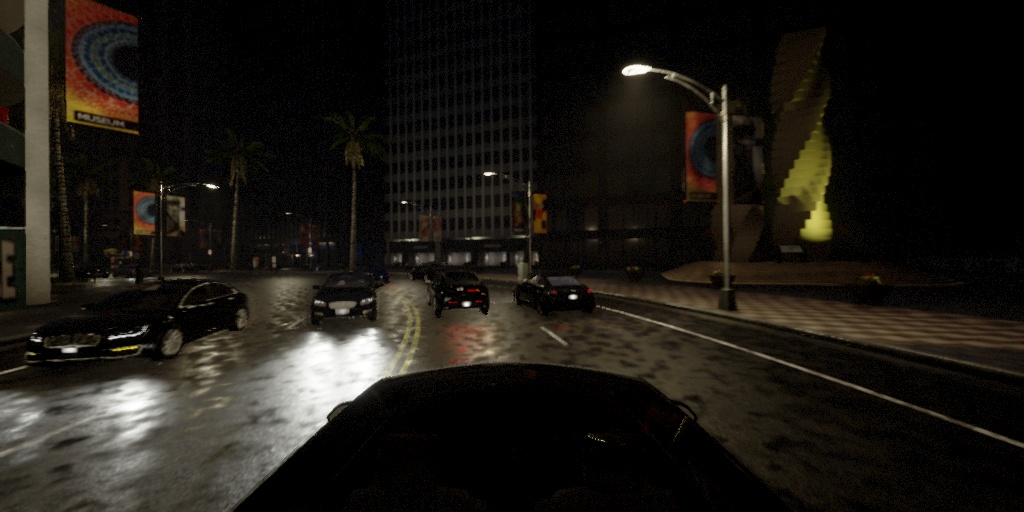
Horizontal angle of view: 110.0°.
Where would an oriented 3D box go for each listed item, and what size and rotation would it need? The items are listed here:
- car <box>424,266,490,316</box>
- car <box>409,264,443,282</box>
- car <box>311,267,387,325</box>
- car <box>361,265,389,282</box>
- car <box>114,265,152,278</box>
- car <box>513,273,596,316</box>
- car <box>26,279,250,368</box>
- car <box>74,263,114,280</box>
[{"bbox_3d":[-2.166,1.297,13.715,1.837,1.490,4.892,0,0,-17],"label":"car"},{"bbox_3d":[-6.748,1.370,29.115,1.837,1.490,4.892,0,-1,-38],"label":"car"},{"bbox_3d":[-5.583,1.316,12.436,2.128,1.511,4.902,0,0,-19],"label":"car"},{"bbox_3d":[-11.697,1.441,29.464,1.812,1.442,4.674,0,0,-43],"label":"car"},{"bbox_3d":[-44.135,1.788,41.631,4.674,1.442,1.812,-1,0,19],"label":"car"},{"bbox_3d":[1.449,1.320,13.667,1.994,1.385,4.181,0,0,-16],"label":"car"},{"bbox_3d":[-8.044,1.347,8.396,1.837,1.490,4.892,0,0,-14],"label":"car"},{"bbox_3d":[-45.510,1.797,38.402,4.674,1.442,1.812,-1,0,19],"label":"car"}]
